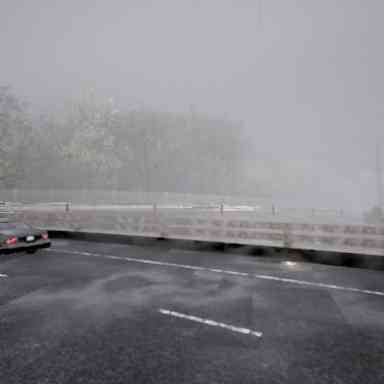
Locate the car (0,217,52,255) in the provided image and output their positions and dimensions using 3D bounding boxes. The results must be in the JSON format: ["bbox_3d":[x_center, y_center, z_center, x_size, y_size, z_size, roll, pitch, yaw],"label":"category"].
[{"bbox_3d":[-7.820,1.687,12.758,5.357,1.411,2.033,-1,0,28],"label":"car"}]
